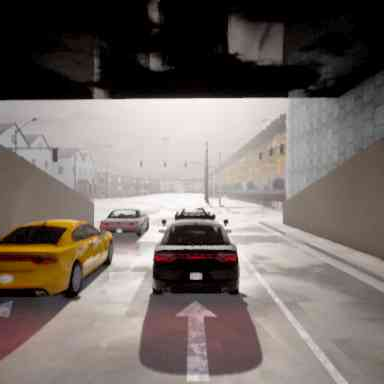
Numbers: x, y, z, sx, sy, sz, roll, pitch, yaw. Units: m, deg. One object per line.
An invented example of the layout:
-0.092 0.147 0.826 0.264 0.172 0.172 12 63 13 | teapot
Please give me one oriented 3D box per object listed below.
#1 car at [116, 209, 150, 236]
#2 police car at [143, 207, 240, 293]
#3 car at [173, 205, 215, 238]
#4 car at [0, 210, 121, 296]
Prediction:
-3.410 1.535 17.847 1.895 1.301 4.718 0 0 0 | car
0.084 1.392 8.930 1.930 1.638 5.238 0 0 0 | police car
0.088 1.498 17.893 1.994 1.385 4.181 0 0 0 | car
-3.412 1.446 8.605 1.882 1.535 5.008 0 0 0 | car
